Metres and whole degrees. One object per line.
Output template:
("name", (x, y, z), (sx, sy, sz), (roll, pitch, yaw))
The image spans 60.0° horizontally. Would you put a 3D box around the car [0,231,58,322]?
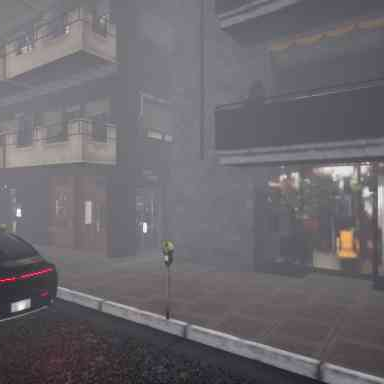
("car", (-4.610, 1.505, 6.543), (4.892, 1.490, 1.837), (0, 0, 35))
